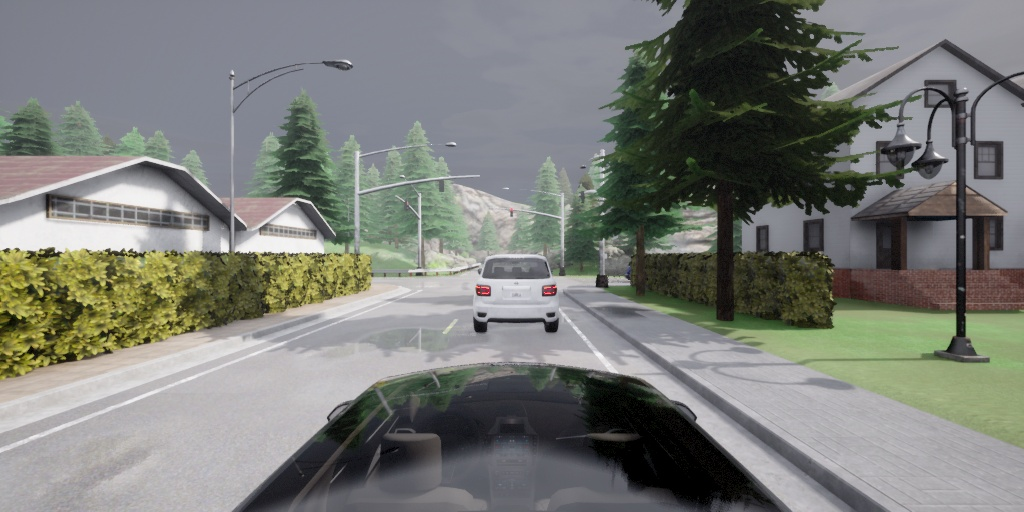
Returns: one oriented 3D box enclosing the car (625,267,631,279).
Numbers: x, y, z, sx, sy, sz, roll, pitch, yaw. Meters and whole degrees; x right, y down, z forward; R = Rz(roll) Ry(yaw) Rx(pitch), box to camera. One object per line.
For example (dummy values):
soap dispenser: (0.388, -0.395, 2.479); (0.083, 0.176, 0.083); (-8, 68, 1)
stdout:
car: (11.094, 1.211, 26.933); (5.008, 1.535, 1.882); (0, 0, 0)

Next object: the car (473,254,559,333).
car: (0.106, 0.971, 10.912); (2.150, 2.045, 5.566); (0, 0, 0)
